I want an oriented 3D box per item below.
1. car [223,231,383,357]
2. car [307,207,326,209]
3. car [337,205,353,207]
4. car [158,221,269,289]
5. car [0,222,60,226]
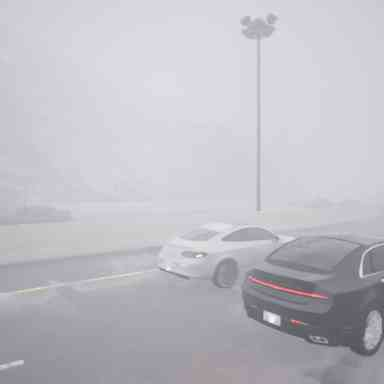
[{"bbox_3d":[3.039,1.509,6.111,4.892,1.490,1.837,0,0,-37],"label":"car"},{"bbox_3d":[16.042,1.534,41.582,1.837,1.490,4.892,0,0,43],"label":"car"},{"bbox_3d":[18.738,1.552,39.342,1.812,1.442,4.674,0,0,43],"label":"car"},{"bbox_3d":[1.286,1.534,9.174,4.674,1.442,1.812,0,0,-37],"label":"car"},{"bbox_3d":[-10.775,1.576,22.205,5.357,1.411,2.033,0,0,-37],"label":"car"}]
